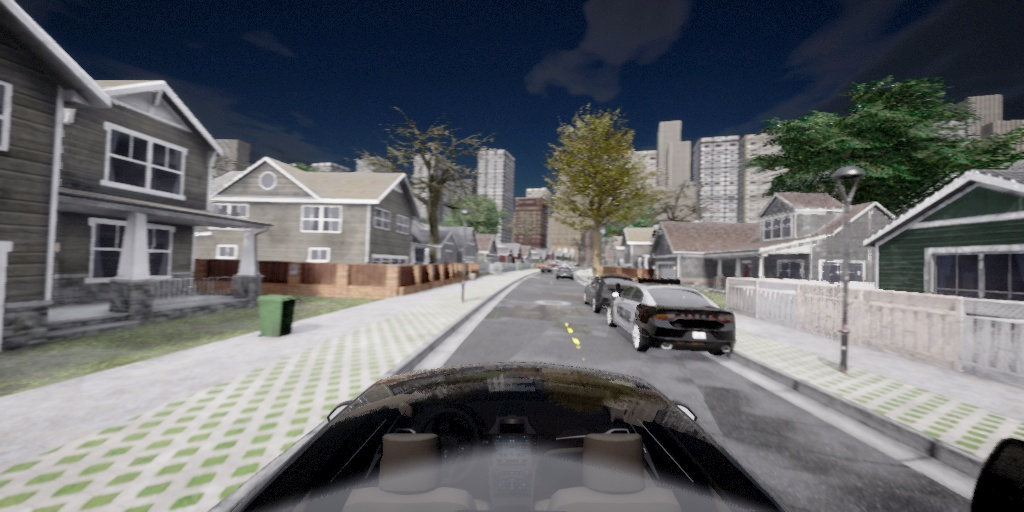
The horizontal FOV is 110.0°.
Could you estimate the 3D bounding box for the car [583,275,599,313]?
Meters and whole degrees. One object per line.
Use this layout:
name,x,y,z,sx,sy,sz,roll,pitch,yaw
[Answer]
car,4.257,1.570,15.539,1.837,1.490,4.892,2,-1,4

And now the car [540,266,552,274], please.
car,5.636,2.268,58.161,1.895,1.301,4.718,2,-1,9

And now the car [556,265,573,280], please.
car,6.085,2.024,41.511,1.994,1.385,4.181,2,-1,8

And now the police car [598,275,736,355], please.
police car,3.869,1.404,9.689,1.930,1.638,5.238,2,-1,3
